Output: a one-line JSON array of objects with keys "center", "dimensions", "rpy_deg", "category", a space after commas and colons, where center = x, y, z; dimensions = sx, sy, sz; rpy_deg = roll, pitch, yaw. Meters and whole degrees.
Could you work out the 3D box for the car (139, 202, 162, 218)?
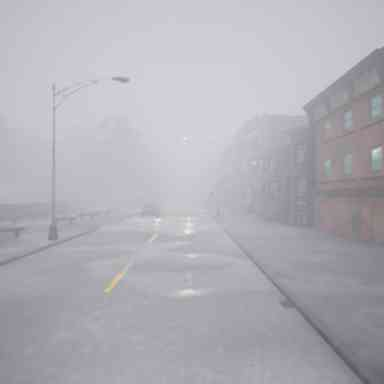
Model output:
[{"center": [-4.100, 1.790, 33.578], "dimensions": [1.837, 1.490, 4.892], "rpy_deg": [0, -1, 0], "category": "car"}]
